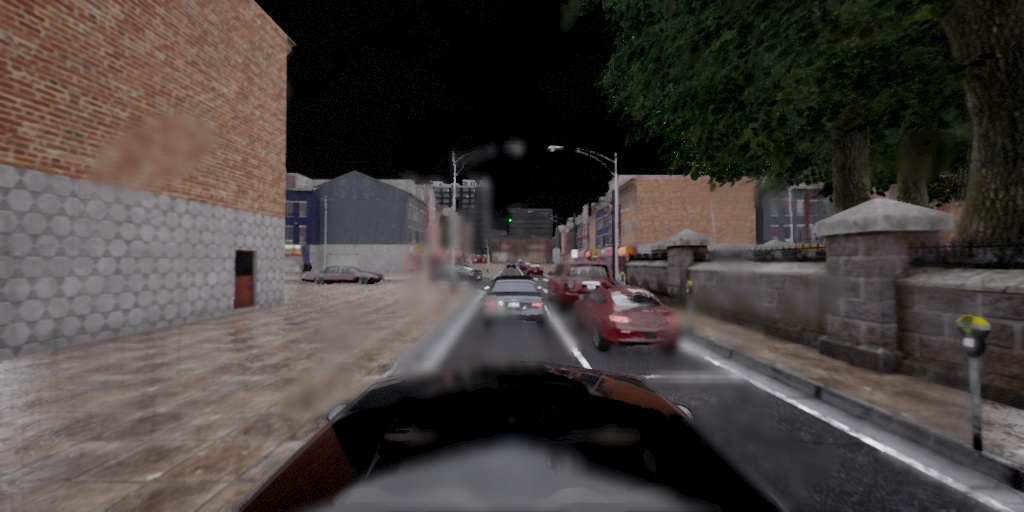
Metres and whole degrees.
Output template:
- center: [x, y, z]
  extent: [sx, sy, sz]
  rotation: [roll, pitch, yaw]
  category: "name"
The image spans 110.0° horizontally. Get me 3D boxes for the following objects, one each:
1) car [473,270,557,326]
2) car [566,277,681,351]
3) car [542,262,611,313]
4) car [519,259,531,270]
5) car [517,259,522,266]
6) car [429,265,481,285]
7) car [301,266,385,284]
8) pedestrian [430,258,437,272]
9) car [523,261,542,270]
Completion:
- center: [0.072, 1.352, 11.834]
  extent: [2.033, 1.411, 5.357]
  rotation: [0, 0, 0]
  category: "car"
- center: [2.626, 1.370, 8.862]
  extent: [1.802, 1.307, 4.207]
  rotation: [0, 0, 0]
  category: "car"
- center: [2.616, 1.134, 14.311]
  extent: [2.192, 1.841, 5.009]
  rotation: [0, 0, 0]
  category: "car"
- center: [2.538, 1.659, 57.050]
  extent: [1.888, 1.381, 4.507]
  rotation: [0, 0, 0]
  category: "car"
- center: [2.528, 1.473, 62.487]
  extent: [2.192, 1.841, 5.009]
  rotation: [0, 0, 0]
  category: "car"
- center: [-4.453, 1.437, 28.171]
  extent: [4.674, 1.442, 1.812]
  rotation: [0, -2, 33]
  category: "car"
- center: [-12.091, 1.401, 25.832]
  extent: [5.357, 1.411, 2.033]
  rotation: [0, -1, -4]
  category: "car"
- center: [-6.972, 1.105, 31.751]
  extent: [0.375, 1.860, 0.375]
  rotation: [0, -1, 0]
  category: "pedestrian"
- center: [2.568, 1.536, 40.740]
  extent: [1.888, 1.381, 4.507]
  rotation: [0, 0, 0]
  category: "car"
